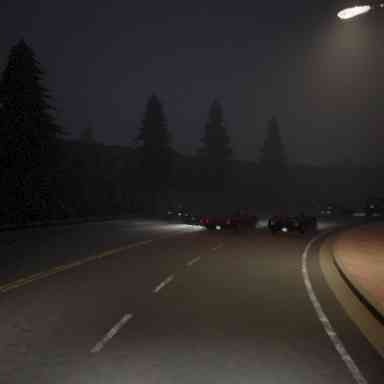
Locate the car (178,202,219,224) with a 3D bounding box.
[{"bbox_3d":[1.215,1.708,25.153,1.994,1.385,4.181,0,0,35],"label":"car"}]

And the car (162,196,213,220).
[{"bbox_3d":[-0.172,1.380,29.353,2.150,2.045,5.566,0,-1,38],"label":"car"}]

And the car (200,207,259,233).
[{"bbox_3d":[2.572,1.729,20.594,1.895,1.301,4.718,0,0,29],"label":"car"}]

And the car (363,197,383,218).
[{"bbox_3d":[19.321,1.516,32.934,5.566,2.045,2.150,1,-1,-32],"label":"car"}]

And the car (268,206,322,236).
[{"bbox_3d":[6.113,1.745,19.750,1.895,1.301,4.718,0,0,31],"label":"car"}]

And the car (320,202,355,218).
[{"bbox_3d":[14.701,1.764,33.930,4.902,1.511,2.128,1,-1,-37],"label":"car"}]
